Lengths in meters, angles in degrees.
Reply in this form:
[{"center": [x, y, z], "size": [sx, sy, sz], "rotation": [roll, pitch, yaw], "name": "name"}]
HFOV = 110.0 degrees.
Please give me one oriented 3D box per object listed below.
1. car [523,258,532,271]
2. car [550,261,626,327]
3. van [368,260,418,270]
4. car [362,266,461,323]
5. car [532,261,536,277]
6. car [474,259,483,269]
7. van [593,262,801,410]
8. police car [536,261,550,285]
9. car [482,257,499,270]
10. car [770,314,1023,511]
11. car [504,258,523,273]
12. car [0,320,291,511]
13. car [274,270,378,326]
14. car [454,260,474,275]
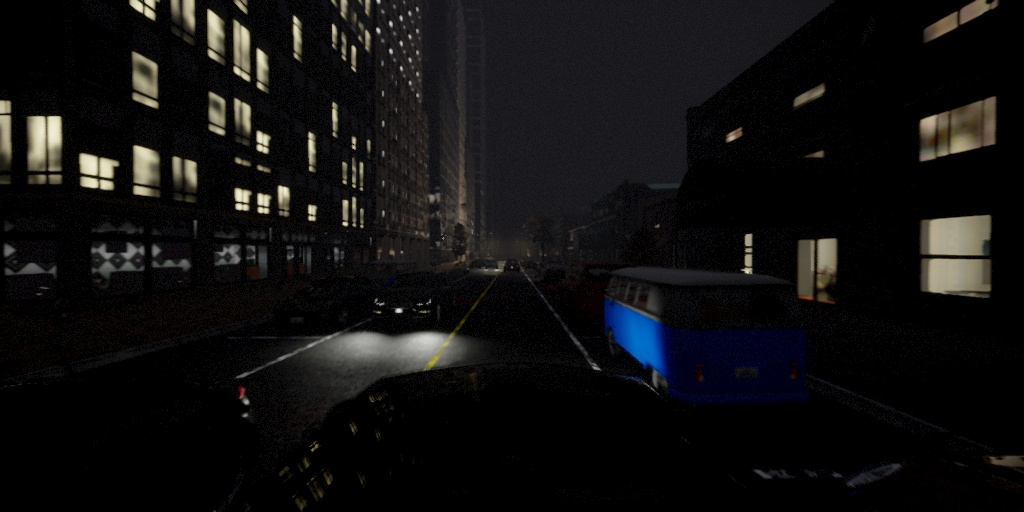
[{"center": [2.683, 1.346, 51.097], "size": [1.948, 1.339, 4.313], "rotation": [0, 0, 0], "name": "car"}, {"center": [2.688, 1.070, 11.588], "size": [2.192, 1.841, 5.009], "rotation": [0, 0, 0], "name": "car"}, {"center": [-5.661, 1.100, 17.286], "size": [1.690, 1.789, 3.998], "rotation": [0, 0, 0], "name": "van"}, {"center": [-3.093, 1.262, 12.233], "size": [1.837, 1.490, 4.892], "rotation": [0, 0, 0], "name": "car"}, {"center": [3.141, 1.272, 33.210], "size": [1.837, 1.490, 4.892], "rotation": [0, 0, 0], "name": "car"}, {"center": [-5.666, 1.350, 56.794], "size": [1.948, 1.339, 4.313], "rotation": [0, 0, 0], "name": "car"}, {"center": [2.689, 1.093, 5.945], "size": [1.690, 1.789, 3.998], "rotation": [0, 0, 0], "name": "van"}, {"center": [3.130, 1.189, 26.318], "size": [1.930, 1.638, 5.238], "rotation": [0, 0, 0], "name": "police car"}, {"center": [-3.070, 1.309, 54.720], "size": [1.812, 1.442, 4.674], "rotation": [0, 0, 0], "name": "car"}, {"center": [2.689, 1.189, 0.300], "size": [1.967, 1.591, 4.097], "rotation": [0, 0, 0], "name": "car"}, {"center": [0.026, 1.350, 45.133], "size": [1.994, 1.385, 4.181], "rotation": [0, 0, 0], "name": "car"}, {"center": [-3.098, 1.314, 1.282], "size": [1.994, 1.385, 4.181], "rotation": [0, 0, 0], "name": "car"}, {"center": [-5.660, 1.322, 11.642], "size": [1.948, 1.339, 4.313], "rotation": [0, 0, 0], "name": "car"}, {"center": [-5.663, 1.299, 39.693], "size": [1.751, 1.417, 4.829], "rotation": [0, 0, 0], "name": "car"}]
